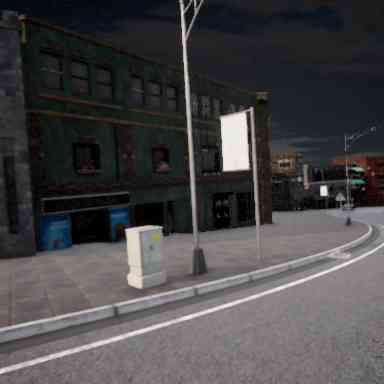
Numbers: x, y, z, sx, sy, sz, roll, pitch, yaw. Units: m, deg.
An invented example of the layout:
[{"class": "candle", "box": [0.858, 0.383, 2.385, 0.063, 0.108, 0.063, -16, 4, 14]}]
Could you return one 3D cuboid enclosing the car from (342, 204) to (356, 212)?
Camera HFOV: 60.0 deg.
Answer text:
[{"class": "car", "box": [30.966, 3.027, 65.586, 1.882, 1.535, 5.008, -2, -2, 34]}]
